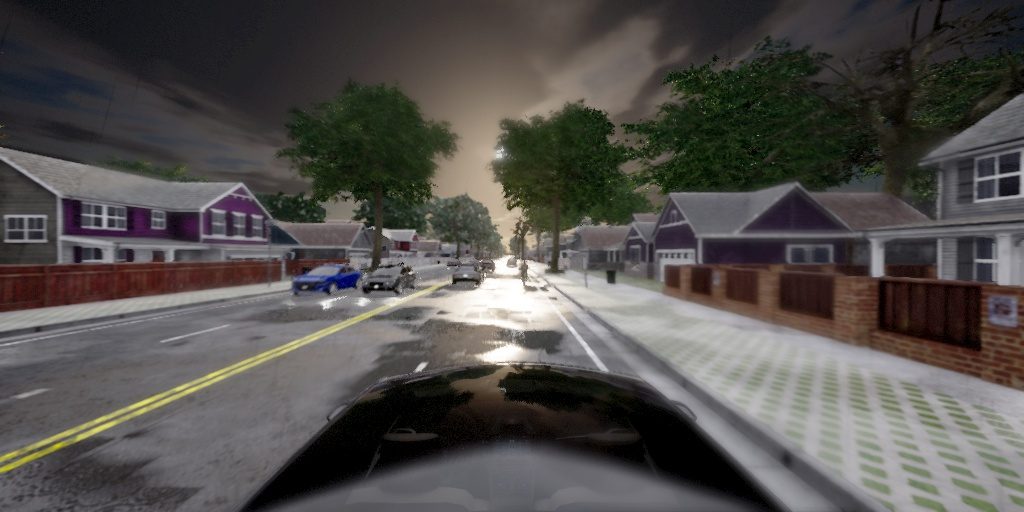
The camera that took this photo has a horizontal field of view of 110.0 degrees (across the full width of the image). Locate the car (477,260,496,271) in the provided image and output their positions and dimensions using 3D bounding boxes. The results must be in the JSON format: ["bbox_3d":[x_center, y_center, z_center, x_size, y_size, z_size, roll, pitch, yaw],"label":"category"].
[{"bbox_3d":[-3.154,1.223,47.274,1.837,1.490,4.892,0,0,0],"label":"car"}]

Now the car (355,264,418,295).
[{"bbox_3d":[-6.599,1.241,19.842,1.837,1.490,4.892,0,0,0],"label":"car"}]

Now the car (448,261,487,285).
[{"bbox_3d":[-3.153,1.296,26.335,1.994,1.385,4.181,0,0,0],"label":"car"}]

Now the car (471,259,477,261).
[{"bbox_3d":[-6.541,1.272,61.063,1.994,1.385,4.181,0,0,1],"label":"car"}]

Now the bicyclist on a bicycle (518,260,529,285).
[{"bbox_3d":[0.892,1.186,24.633,0.582,1.620,1.656,0,0,0],"label":"bicyclist on a bicycle"}]

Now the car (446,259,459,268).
[{"bbox_3d":[-9.778,1.257,60.971,2.033,1.411,5.357,0,0,1],"label":"car"}]

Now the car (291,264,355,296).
[{"bbox_3d":[-9.849,1.214,19.525,1.882,1.535,5.008,0,0,0],"label":"car"}]
